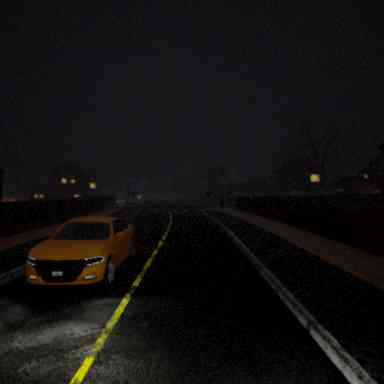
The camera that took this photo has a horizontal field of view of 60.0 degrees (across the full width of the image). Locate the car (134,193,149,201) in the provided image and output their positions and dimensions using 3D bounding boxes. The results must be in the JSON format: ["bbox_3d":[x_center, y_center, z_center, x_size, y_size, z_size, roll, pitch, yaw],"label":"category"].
[{"bbox_3d":[-12.577,1.215,85.723,2.150,2.045,5.566,0,0,-20],"label":"car"}]

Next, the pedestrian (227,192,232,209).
[{"bbox_3d":[4.289,0.942,37.881,0.375,1.860,0.375,-1,1,-6],"label":"pedestrian"}]

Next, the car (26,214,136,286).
[{"bbox_3d":[-2.846,1.445,9.523,1.882,1.535,5.008,0,0,0],"label":"car"}]

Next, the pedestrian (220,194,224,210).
[{"bbox_3d":[3.357,1.041,37.182,0.375,1.860,0.375,-1,1,-6],"label":"pedestrian"}]

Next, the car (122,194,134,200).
[{"bbox_3d":[-18.321,1.246,92.848,1.882,1.535,5.008,0,0,-23],"label":"car"}]
